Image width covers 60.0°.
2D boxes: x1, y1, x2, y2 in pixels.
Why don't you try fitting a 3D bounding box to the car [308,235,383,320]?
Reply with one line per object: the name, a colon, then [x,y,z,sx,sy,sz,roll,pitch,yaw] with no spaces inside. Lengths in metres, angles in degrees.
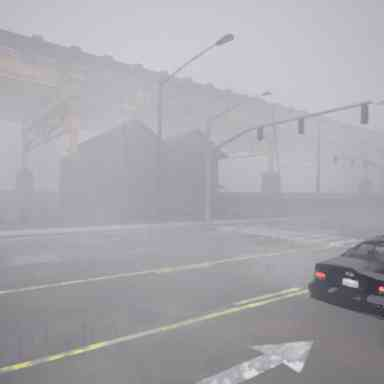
car: [4.777,1.644,7.179,5.357,1.411,2.033,1,0,-35]
